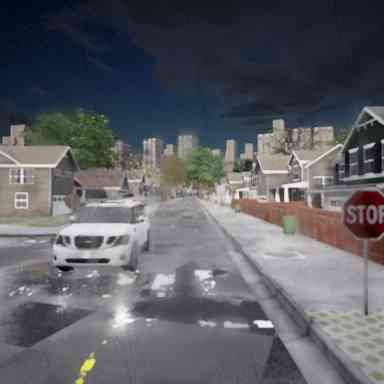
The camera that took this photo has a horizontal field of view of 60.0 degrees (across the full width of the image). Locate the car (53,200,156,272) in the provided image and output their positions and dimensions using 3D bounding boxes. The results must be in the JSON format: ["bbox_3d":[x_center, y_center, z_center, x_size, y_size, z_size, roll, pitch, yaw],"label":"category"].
[{"bbox_3d":[-2.729,1.330,11.428,2.150,2.045,5.566,0,-1,0],"label":"car"}]

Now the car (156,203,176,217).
[{"bbox_3d":[-2.684,1.842,34.212,1.895,1.301,4.718,0,0,0],"label":"car"}]
